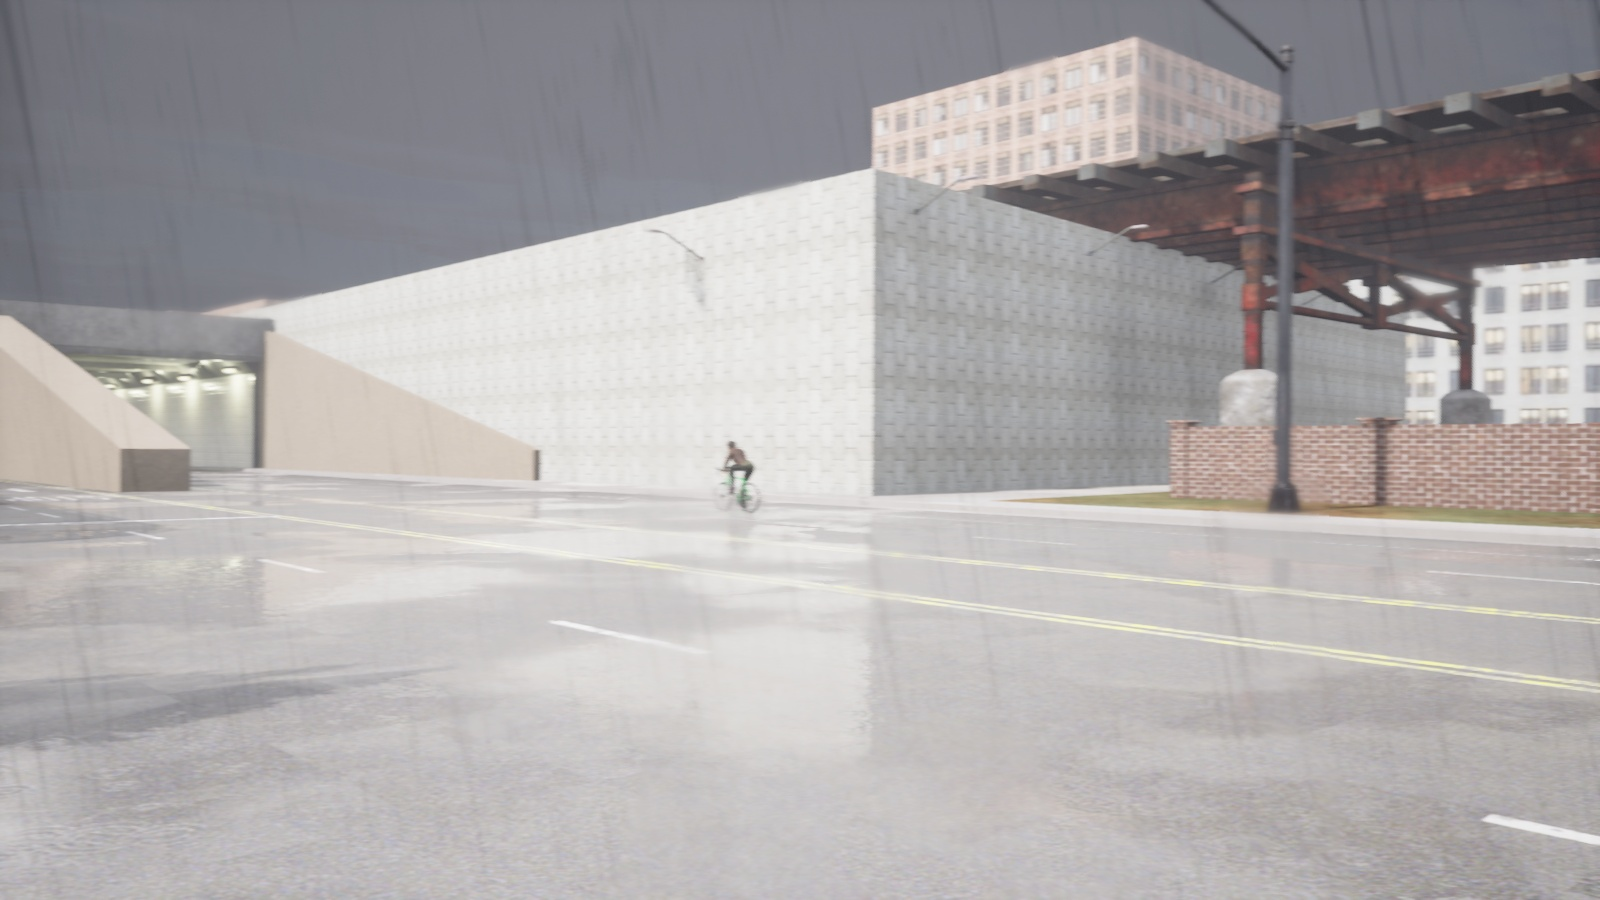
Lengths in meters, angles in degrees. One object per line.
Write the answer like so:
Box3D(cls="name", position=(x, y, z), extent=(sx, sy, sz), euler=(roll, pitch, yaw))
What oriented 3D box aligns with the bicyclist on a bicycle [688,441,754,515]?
Box3D(cls="bicyclist on a bicycle", position=(-1.803, 0.617, 28.375), extent=(0.582, 1.620, 1.656), euler=(0, 0, -42))
